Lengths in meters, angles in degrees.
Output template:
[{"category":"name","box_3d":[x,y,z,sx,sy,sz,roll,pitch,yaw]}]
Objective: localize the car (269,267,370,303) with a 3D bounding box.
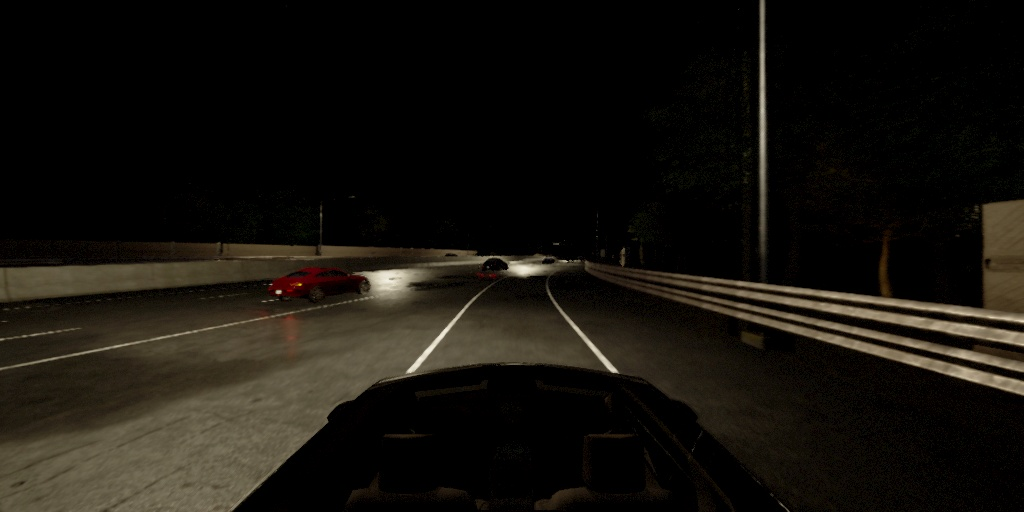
[{"category":"car","box_3d":[-8.555,1.220,16.341,1.812,1.442,4.674,0,1,16]}]

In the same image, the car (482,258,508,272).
[{"category":"car","box_3d":[-1.826,0.976,39.174,1.812,1.442,4.674,0,0,16]}]
